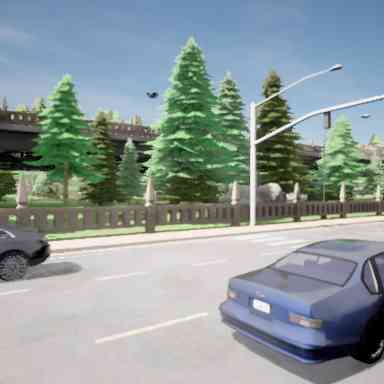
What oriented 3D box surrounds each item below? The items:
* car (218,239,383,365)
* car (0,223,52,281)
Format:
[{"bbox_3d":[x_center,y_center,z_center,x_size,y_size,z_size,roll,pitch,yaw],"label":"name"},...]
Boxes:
[{"bbox_3d":[2.988,1.563,5.832,5.357,1.411,2.033,0,0,-35],"label":"car"},{"bbox_3d":[-6.122,1.486,8.253,4.902,1.511,2.128,0,0,-35],"label":"car"}]
